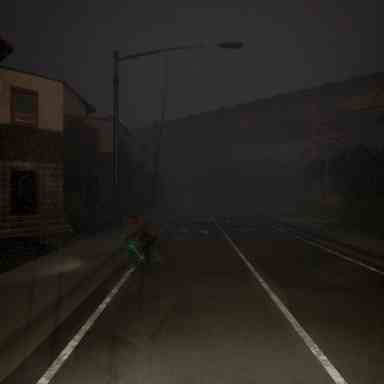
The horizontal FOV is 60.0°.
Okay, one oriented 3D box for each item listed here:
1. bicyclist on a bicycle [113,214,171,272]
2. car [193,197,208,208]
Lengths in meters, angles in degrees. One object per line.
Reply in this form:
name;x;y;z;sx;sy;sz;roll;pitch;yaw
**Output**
bicyclist on a bicycle;-1.438;1.455;9.417;1.656;1.620;0.582;-2;0;0
car;1.271;1.478;47.791;1.882;1.535;5.008;0;0;7
